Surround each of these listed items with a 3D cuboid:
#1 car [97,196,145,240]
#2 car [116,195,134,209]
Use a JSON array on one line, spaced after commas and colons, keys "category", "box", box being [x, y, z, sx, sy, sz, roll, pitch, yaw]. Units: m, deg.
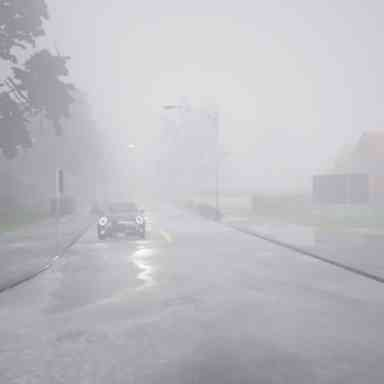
[{"category": "car", "box": [-3.460, 1.246, 16.475, 2.097, 1.767, 4.553, -1, 0, -11]}, {"category": "car", "box": [-8.451, 1.211, 42.200, 2.128, 1.511, 4.902, -1, 1, -11]}]
